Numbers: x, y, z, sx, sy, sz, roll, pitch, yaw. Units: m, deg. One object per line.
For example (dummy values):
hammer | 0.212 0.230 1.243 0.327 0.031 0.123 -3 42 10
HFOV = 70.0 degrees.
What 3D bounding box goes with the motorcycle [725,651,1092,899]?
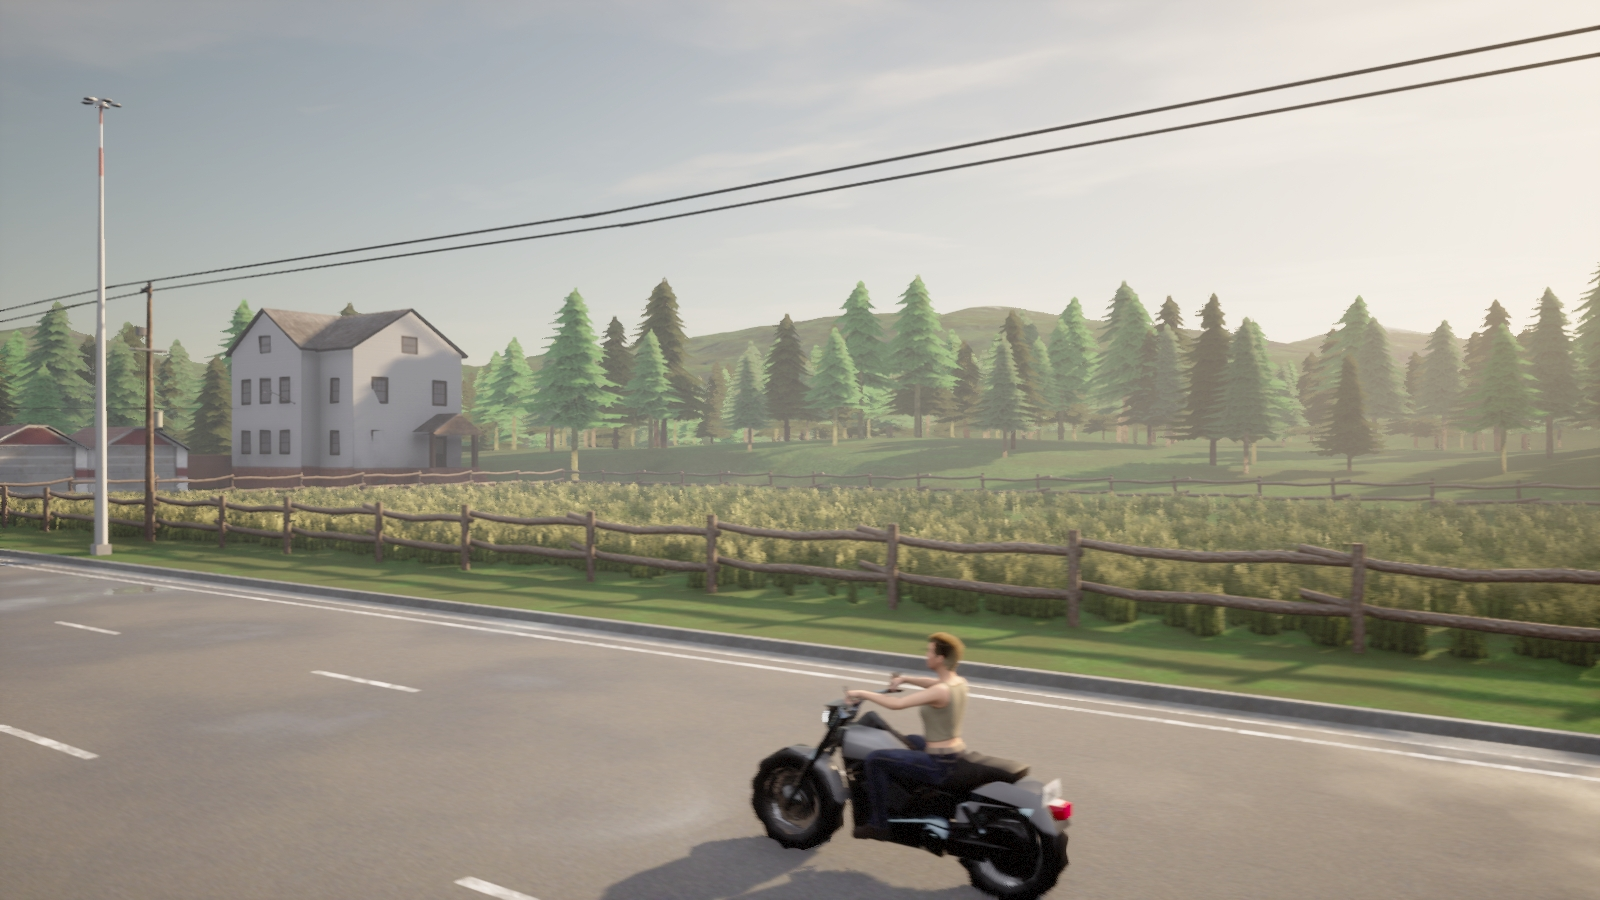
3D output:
motorcycle | 0.664 2.158 7.597 2.356 1.307 0.764 0 0 35
